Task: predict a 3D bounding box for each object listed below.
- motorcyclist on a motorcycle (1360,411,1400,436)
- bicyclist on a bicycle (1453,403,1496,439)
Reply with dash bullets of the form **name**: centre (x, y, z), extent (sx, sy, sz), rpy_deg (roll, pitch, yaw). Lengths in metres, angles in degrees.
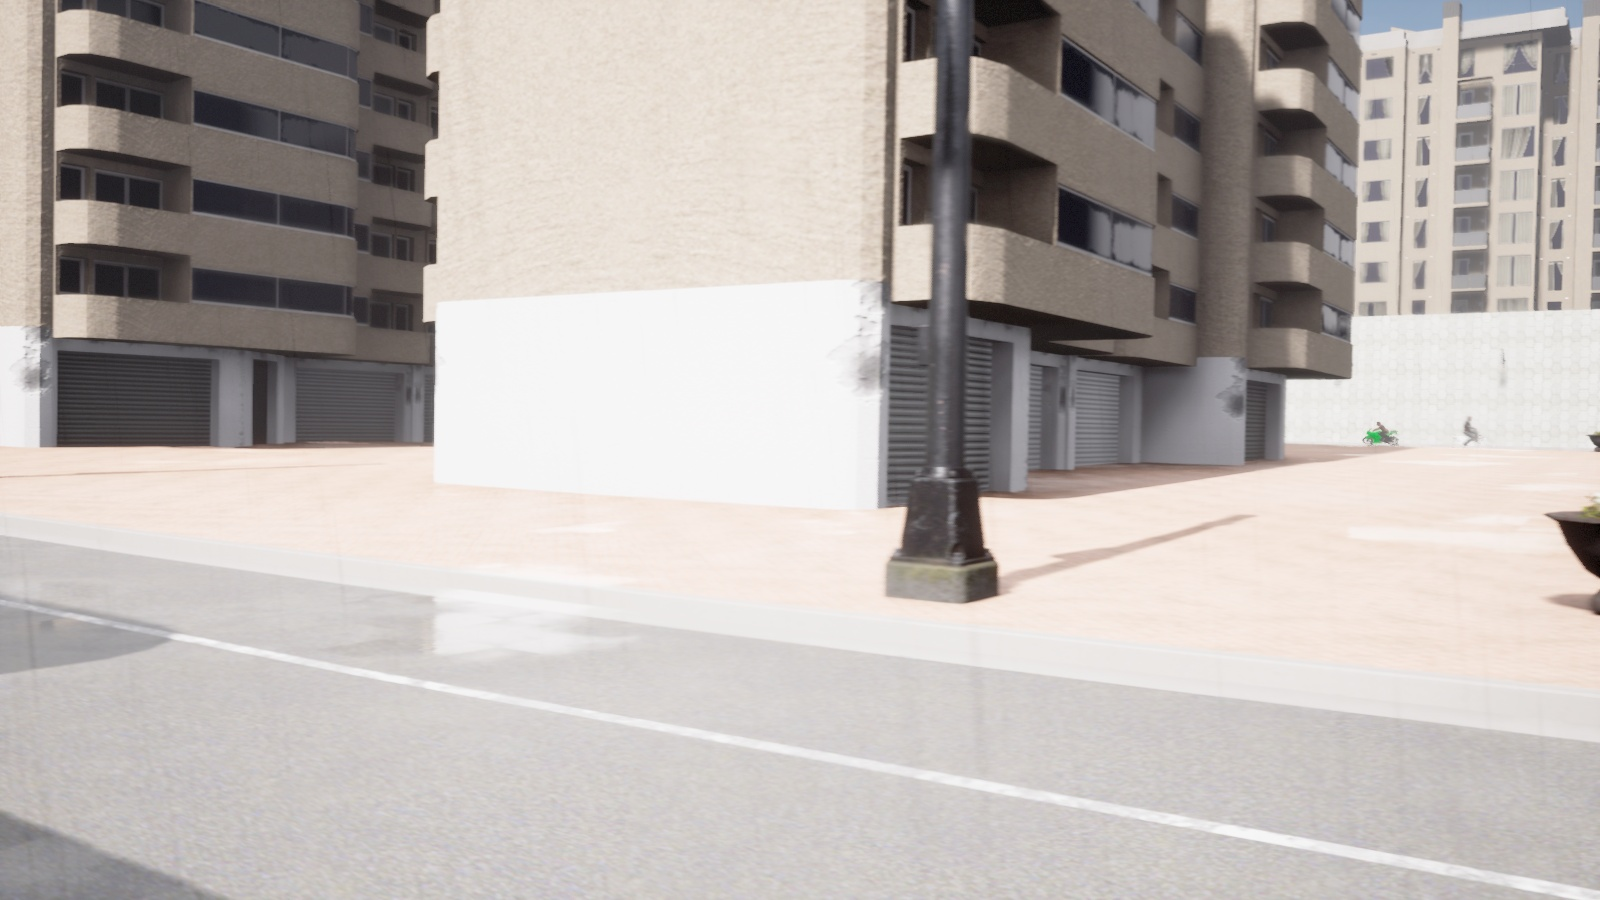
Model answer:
- **motorcyclist on a motorcycle**: centre (35.018, -1.597, 75.814), extent (2.044, 1.523, 0.797), rpy_deg (1, 1, 35)
- **bicyclist on a bicycle**: centre (34.161, -1.457, 63.573), extent (1.843, 1.776, 0.659), rpy_deg (1, 1, 35)
